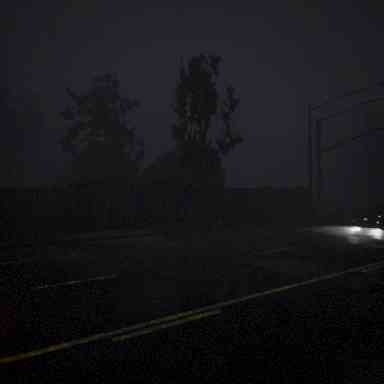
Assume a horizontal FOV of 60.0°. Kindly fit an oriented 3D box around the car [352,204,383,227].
[{"bbox_3d":[11.995,1.441,21.029,4.181,1.385,1.994,-1,0,-35],"label":"car"}]
